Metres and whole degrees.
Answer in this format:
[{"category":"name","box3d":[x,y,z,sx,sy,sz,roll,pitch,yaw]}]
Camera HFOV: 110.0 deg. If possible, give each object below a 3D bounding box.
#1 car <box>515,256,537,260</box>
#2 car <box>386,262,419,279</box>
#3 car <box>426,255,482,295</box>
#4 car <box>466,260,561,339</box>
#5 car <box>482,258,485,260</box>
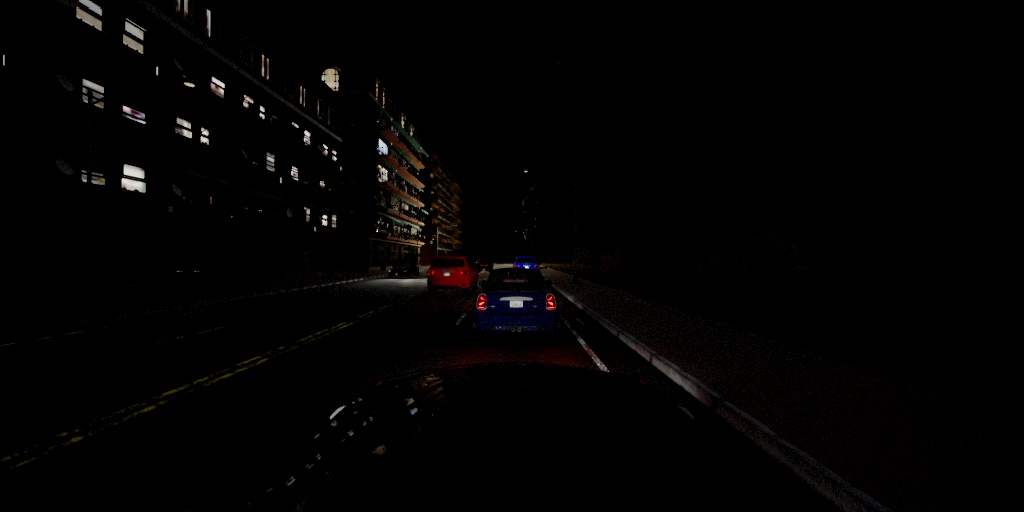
[{"category":"car","box3d":[1.151,0.979,30.148,2.150,2.045,5.566,0,0,0]},{"category":"car","box3d":[-9.835,1.279,32.889,1.812,1.442,4.674,0,0,0]},{"category":"car","box3d":[-3.142,0.975,20.003,2.150,2.045,5.566,0,0,0]},{"category":"car","box3d":[0.103,1.103,10.194,2.097,1.767,4.553,0,0,0]},{"category":"car","box3d":[-3.130,1.258,42.513,1.837,1.490,4.892,0,0,0]}]
